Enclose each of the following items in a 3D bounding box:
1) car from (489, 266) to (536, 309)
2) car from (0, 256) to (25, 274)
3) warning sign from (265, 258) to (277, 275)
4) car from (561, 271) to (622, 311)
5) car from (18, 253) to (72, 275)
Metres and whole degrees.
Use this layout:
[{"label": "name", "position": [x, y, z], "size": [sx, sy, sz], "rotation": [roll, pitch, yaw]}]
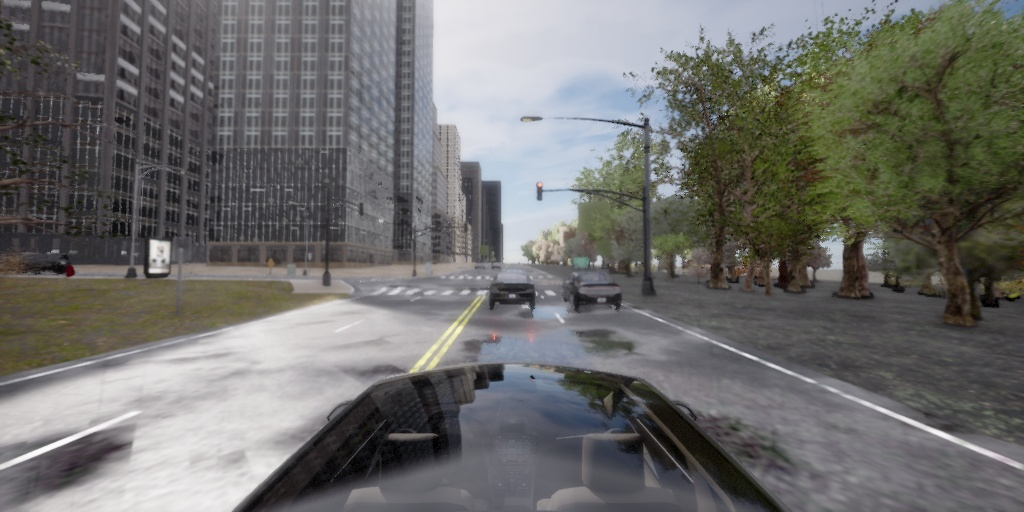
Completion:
[{"label": "car", "position": [-0.024, 1.388, 16.094], "size": [1.882, 1.535, 5.008], "rotation": [0, 0, -1]}, {"label": "car", "position": [-46.468, 0.829, 30.971], "size": [4.902, 1.511, 2.128], "rotation": [1, -3, -6]}, {"label": "warning sign", "position": [-26.159, 1.132, 38.823], "size": [1.060, 1.860, 1.300], "rotation": [0, 0, -4]}, {"label": "car", "position": [3.262, 1.388, 15.381], "size": [2.128, 1.511, 4.902], "rotation": [-1, 0, 0]}, {"label": "car", "position": [-45.907, 0.729, 34.301], "size": [5.566, 2.045, 2.150], "rotation": [1, -3, -6]}]
